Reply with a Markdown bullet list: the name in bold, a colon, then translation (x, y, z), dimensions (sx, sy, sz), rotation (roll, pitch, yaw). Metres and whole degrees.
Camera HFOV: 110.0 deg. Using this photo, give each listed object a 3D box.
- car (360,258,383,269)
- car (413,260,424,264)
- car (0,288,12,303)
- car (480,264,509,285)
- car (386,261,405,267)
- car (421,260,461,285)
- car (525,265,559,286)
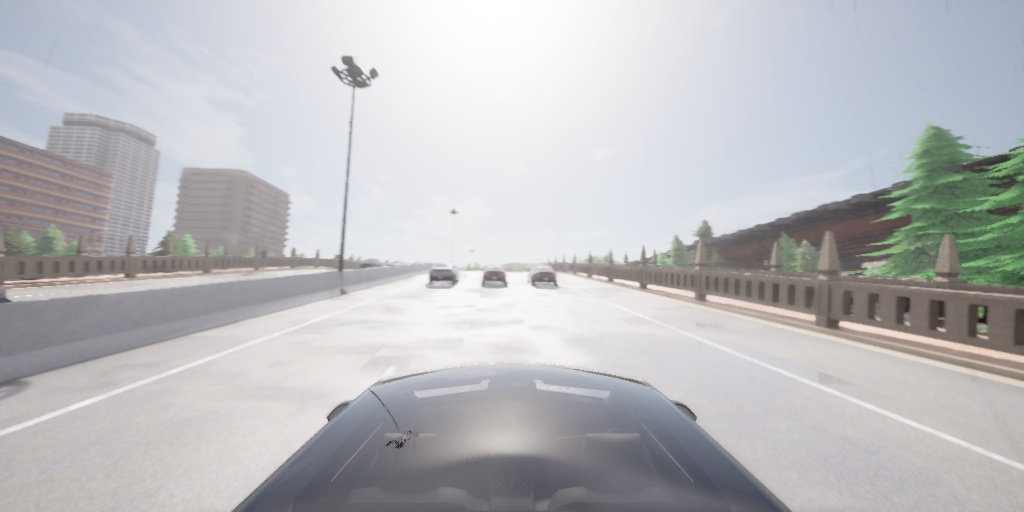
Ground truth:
- **car**: translation (-20.284, 1.079, 51.968), dimensions (2.097, 1.767, 4.553), rotation (1, -2, -3)
- **car**: translation (-13.303, 1.365, 52.472), dimensions (2.128, 1.511, 4.902), rotation (1, -3, -3)
- **car**: translation (-10.873, 1.041, 5.118), dimensions (2.128, 1.511, 4.902), rotation (1, 0, -3)
- **car**: translation (-1.301, 1.329, 26.492), dimensions (1.812, 1.442, 4.674), rotation (1, 0, -3)
- **car**: translation (-16.798, 1.368, 52.255), dimensions (1.994, 1.385, 4.181), rotation (1, -3, -3)
- **car**: translation (-4.763, 1.226, 25.694), dimensions (2.128, 1.511, 4.902), rotation (1, 0, -3)
- **car**: translation (2.199, 1.396, 26.573), dimensions (1.812, 1.442, 4.674), rotation (1, 0, -3)
